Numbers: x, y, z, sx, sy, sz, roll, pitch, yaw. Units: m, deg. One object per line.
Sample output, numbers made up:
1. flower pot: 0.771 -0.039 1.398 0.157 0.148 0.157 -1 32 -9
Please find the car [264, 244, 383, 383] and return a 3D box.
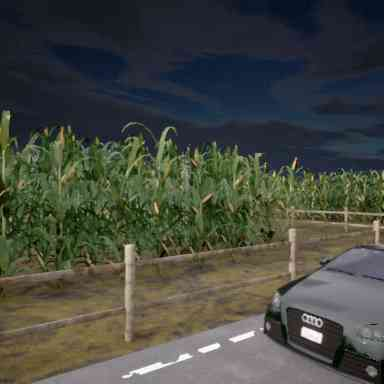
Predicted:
1. car: 3.096 1.565 5.208 4.181 1.385 1.994 0 0 -35
